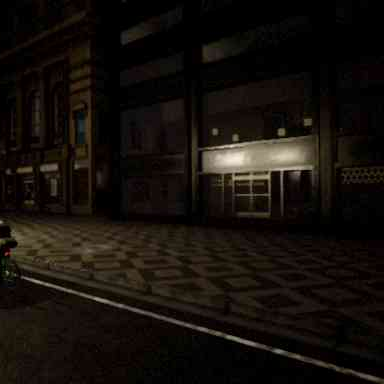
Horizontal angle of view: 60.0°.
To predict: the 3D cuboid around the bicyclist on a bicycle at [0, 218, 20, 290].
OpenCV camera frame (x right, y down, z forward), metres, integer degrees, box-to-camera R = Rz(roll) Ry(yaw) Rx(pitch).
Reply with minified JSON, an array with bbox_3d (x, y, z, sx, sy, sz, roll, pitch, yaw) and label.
[{"bbox_3d":[-4.516,1.448,7.891,1.656,1.620,0.582,0,0,36],"label":"bicyclist on a bicycle"}]
